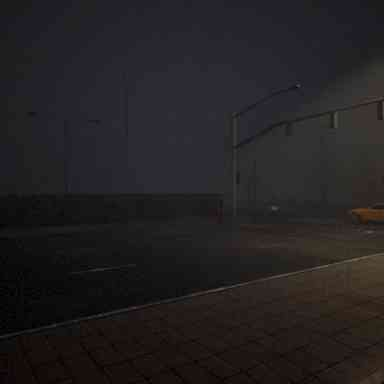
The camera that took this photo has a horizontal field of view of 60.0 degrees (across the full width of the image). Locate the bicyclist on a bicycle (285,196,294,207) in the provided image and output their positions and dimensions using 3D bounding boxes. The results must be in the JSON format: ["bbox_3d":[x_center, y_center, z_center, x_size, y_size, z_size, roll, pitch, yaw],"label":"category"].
[{"bbox_3d":[14.350,1.453,49.100,1.656,1.620,0.582,0,0,-22],"label":"bicyclist on a bicycle"}]

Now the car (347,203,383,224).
[{"bbox_3d":[13.356,1.477,22.937,1.882,1.535,5.008,0,0,-38],"label":"car"}]

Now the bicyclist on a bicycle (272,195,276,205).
[{"bbox_3d":[13.385,1.300,54.015,0.582,1.620,1.656,0,0,22],"label":"bicyclist on a bicycle"}]
